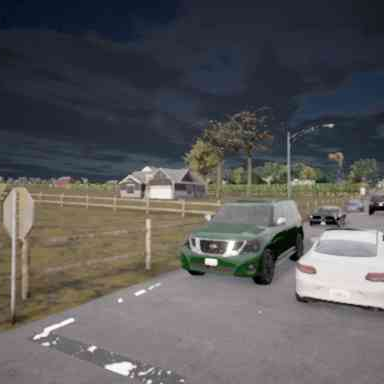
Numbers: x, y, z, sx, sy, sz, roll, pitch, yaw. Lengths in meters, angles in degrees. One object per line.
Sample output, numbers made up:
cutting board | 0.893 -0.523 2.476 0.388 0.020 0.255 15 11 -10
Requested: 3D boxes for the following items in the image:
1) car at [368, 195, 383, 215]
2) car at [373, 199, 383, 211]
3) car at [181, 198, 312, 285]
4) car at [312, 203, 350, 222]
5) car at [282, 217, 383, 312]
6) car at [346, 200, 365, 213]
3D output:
car | 19.367 1.290 33.941 2.150 2.045 5.566 0 0 32
car | 24.592 1.625 42.828 2.033 1.411 5.357 0 0 31
car | 1.853 1.245 10.119 2.150 2.045 5.566 0 0 31
car | 9.300 1.658 22.652 1.895 1.301 4.718 0 0 31
car | 3.641 1.539 7.545 1.812 1.442 4.674 0 0 31
car | 19.204 1.621 39.143 1.812 1.442 4.674 0 0 31
